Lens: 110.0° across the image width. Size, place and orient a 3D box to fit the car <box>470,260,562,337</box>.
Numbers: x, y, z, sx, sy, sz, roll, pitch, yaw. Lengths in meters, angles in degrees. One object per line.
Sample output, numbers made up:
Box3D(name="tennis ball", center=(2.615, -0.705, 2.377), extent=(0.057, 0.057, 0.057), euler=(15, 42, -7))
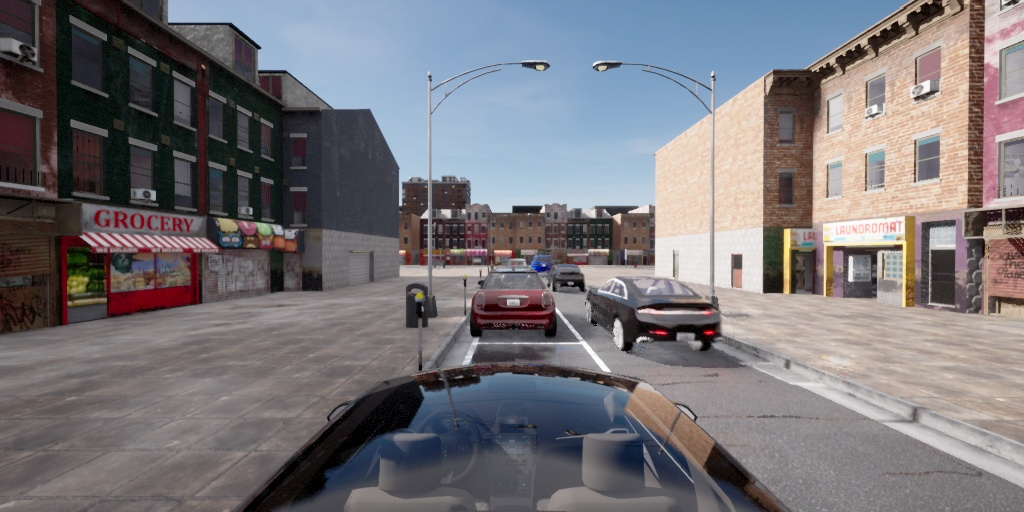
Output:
Box3D(name="car", center=(0.033, 1.102, 10.471), extent=(2.097, 1.767, 4.553), euler=(0, 0, 0))

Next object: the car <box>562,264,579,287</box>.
Box3D(name="car", center=(3.120, 1.253, 21.472), extent=(1.837, 1.490, 4.892), euler=(0, -1, 0))

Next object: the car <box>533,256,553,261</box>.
Box3D(name="car", center=(3.027, 0.982, 36.615), extent=(2.150, 2.045, 5.566), euler=(0, 0, 0))

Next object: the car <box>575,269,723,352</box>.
Box3D(name="car", center=(3.122, 1.240, 8.870), extent=(2.128, 1.511, 4.902), euler=(0, 0, 0))
